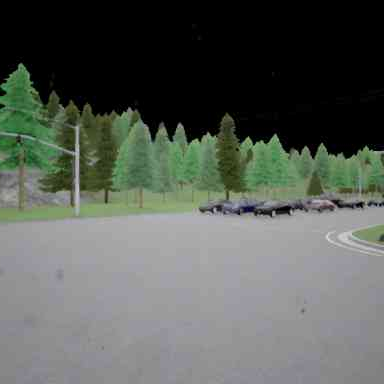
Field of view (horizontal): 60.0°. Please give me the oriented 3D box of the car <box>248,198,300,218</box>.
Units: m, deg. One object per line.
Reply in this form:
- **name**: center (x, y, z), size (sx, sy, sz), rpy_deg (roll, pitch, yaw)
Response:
- **car**: center (7.648, 1.474, 30.829), size (5.008, 1.535, 1.882), rpy_deg (0, 0, -45)

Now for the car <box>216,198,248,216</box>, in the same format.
- **car**: center (4.935, 1.346, 33.060), size (4.553, 1.767, 2.097), rpy_deg (0, 0, -45)

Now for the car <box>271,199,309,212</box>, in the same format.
- **car**: center (11.736, 1.543, 39.658), size (5.357, 1.411, 2.033), rpy_deg (0, 0, -44)

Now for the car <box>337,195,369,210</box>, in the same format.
- **car**: center (21.104, 1.477, 43.801), size (5.008, 1.535, 1.882), rpy_deg (0, 0, -44)

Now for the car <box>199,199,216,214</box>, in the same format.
- **car**: center (2.787, 1.497, 35.862), size (4.892, 1.490, 1.837), rpy_deg (0, 0, -44)

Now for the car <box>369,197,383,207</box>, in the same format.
- **car**: center (28.678, 1.549, 51.033), size (5.357, 1.411, 2.033), rpy_deg (0, 0, -44)

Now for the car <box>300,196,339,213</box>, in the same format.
- **car**: center (14.364, 1.523, 37.319), size (4.674, 1.442, 1.812), rpy_deg (0, 0, -44)

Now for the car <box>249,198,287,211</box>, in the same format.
- **car**: center (9.788, 1.541, 42.639), size (5.357, 1.411, 2.033), rpy_deg (0, 0, -43)

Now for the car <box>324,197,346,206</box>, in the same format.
- **car**: center (24.309, 1.523, 56.485), size (4.674, 1.442, 1.812), rpy_deg (0, 0, -44)

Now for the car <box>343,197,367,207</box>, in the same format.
- **car**: center (26.371, 1.504, 53.672), size (4.892, 1.490, 1.837), rpy_deg (0, 0, -43)

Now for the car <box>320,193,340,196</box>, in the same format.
- **car**: center (19.094, 1.219, 46.710), size (5.566, 2.045, 2.150), rpy_deg (0, 0, -43)

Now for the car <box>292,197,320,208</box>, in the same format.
- **car**: center (16.997, 1.501, 49.534), size (4.892, 1.490, 1.837), rpy_deg (0, 0, -44)
